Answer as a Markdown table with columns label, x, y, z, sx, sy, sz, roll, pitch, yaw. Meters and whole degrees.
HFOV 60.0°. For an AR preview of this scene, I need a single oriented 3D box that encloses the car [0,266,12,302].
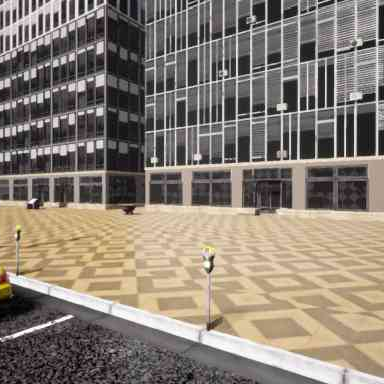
| label | x | y | z | sx | sy | sz | roll | pitch | yaw |
| --- | --- | --- | --- | --- | --- | --- | --- | --- | --- |
| car | -5.565 | 1.526 | 6.835 | 4.829 | 1.417 | 1.752 | 0 | 0 | 35 |
